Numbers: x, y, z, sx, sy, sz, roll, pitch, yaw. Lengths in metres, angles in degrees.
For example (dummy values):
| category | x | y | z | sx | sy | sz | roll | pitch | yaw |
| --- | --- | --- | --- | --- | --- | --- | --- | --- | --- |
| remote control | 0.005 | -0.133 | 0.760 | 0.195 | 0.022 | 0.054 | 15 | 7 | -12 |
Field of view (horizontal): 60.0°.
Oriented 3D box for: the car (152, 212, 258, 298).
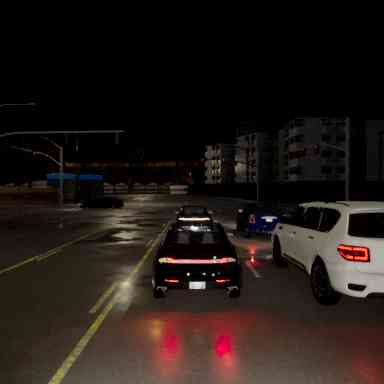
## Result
| category | x | y | z | sx | sy | sz | roll | pitch | yaw |
| --- | --- | --- | --- | --- | --- | --- | --- | --- | --- |
| car | 0.103 | 1.499 | 8.534 | 2.128 | 1.511 | 4.902 | 0 | 0 | 0 |

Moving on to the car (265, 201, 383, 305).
| category | x | y | z | sx | sy | sz | roll | pitch | yaw |
| --- | --- | --- | --- | --- | --- | --- | --- | --- | --- |
| car | 3.595 | 1.220 | 8.246 | 2.150 | 2.045 | 5.566 | 0 | 0 | 0 |

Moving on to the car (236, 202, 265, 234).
| category | x | y | z | sx | sy | sz | roll | pitch | yaw |
| --- | --- | --- | --- | --- | --- | --- | --- | --- | --- |
| car | 3.611 | 1.328 | 17.669 | 2.097 | 1.767 | 4.553 | 0 | 0 | 0 |

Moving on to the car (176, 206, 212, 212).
| category | x | y | z | sx | sy | sz | roll | pitch | yaw |
| --- | --- | --- | --- | --- | --- | --- | --- | --- | --- |
| car | 0.113 | 1.473 | 17.946 | 2.128 | 1.511 | 4.902 | 0 | 0 | 0 |

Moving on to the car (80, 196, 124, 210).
| category | x | y | z | sx | sy | sz | roll | pitch | yaw |
| --- | --- | --- | --- | --- | --- | --- | --- | --- | --- |
| car | -10.232 | 1.284 | 37.959 | 4.892 | 1.490 | 1.837 | 0 | 1 | -1 |
